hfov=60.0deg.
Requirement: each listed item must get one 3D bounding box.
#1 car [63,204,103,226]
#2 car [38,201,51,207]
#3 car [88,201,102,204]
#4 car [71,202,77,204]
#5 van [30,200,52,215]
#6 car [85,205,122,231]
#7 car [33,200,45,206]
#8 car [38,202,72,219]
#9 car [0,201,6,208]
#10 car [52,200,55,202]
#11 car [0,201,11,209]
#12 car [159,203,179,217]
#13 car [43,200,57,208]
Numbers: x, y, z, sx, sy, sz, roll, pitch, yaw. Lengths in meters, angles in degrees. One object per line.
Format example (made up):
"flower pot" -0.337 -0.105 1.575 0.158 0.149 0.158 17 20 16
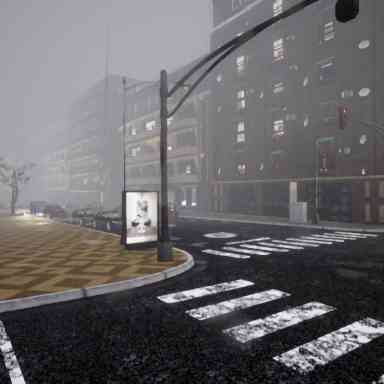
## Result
"car" -8.818 1.969 27.632 2.008 1.369 4.403 -2 0 -36
"car" -34.559 2.736 77.745 1.947 1.339 4.313 -2 0 -36
"car" -14.977 2.119 50.672 1.967 1.590 4.097 -2 0 -36
"car" -21.505 2.424 59.695 1.802 1.307 4.206 -2 0 -36
"van" -19.811 2.035 42.997 1.690 1.788 3.998 -2 0 -36
"car" -5.554 1.888 23.119 2.008 1.369 4.403 -2 0 -36
"car" -37.824 2.798 82.258 1.887 1.381 4.507 -2 0 -36
"car" -14.893 2.115 36.109 1.887 1.381 4.507 -2 0 -36
"car" -44.614 2.863 77.348 1.887 1.381 4.507 -2 0 -36
"car" -25.350 2.470 60.605 1.994 1.385 4.181 -1 -1 -36
"car" -38.087 2.704 68.323 2.008 1.369 4.403 -2 0 -36
"car" -3.132 1.824 34.506 1.967 1.590 4.097 -2 0 -36
"car" -31.299 2.528 73.233 1.967 1.590 4.097 -2 0 -36
